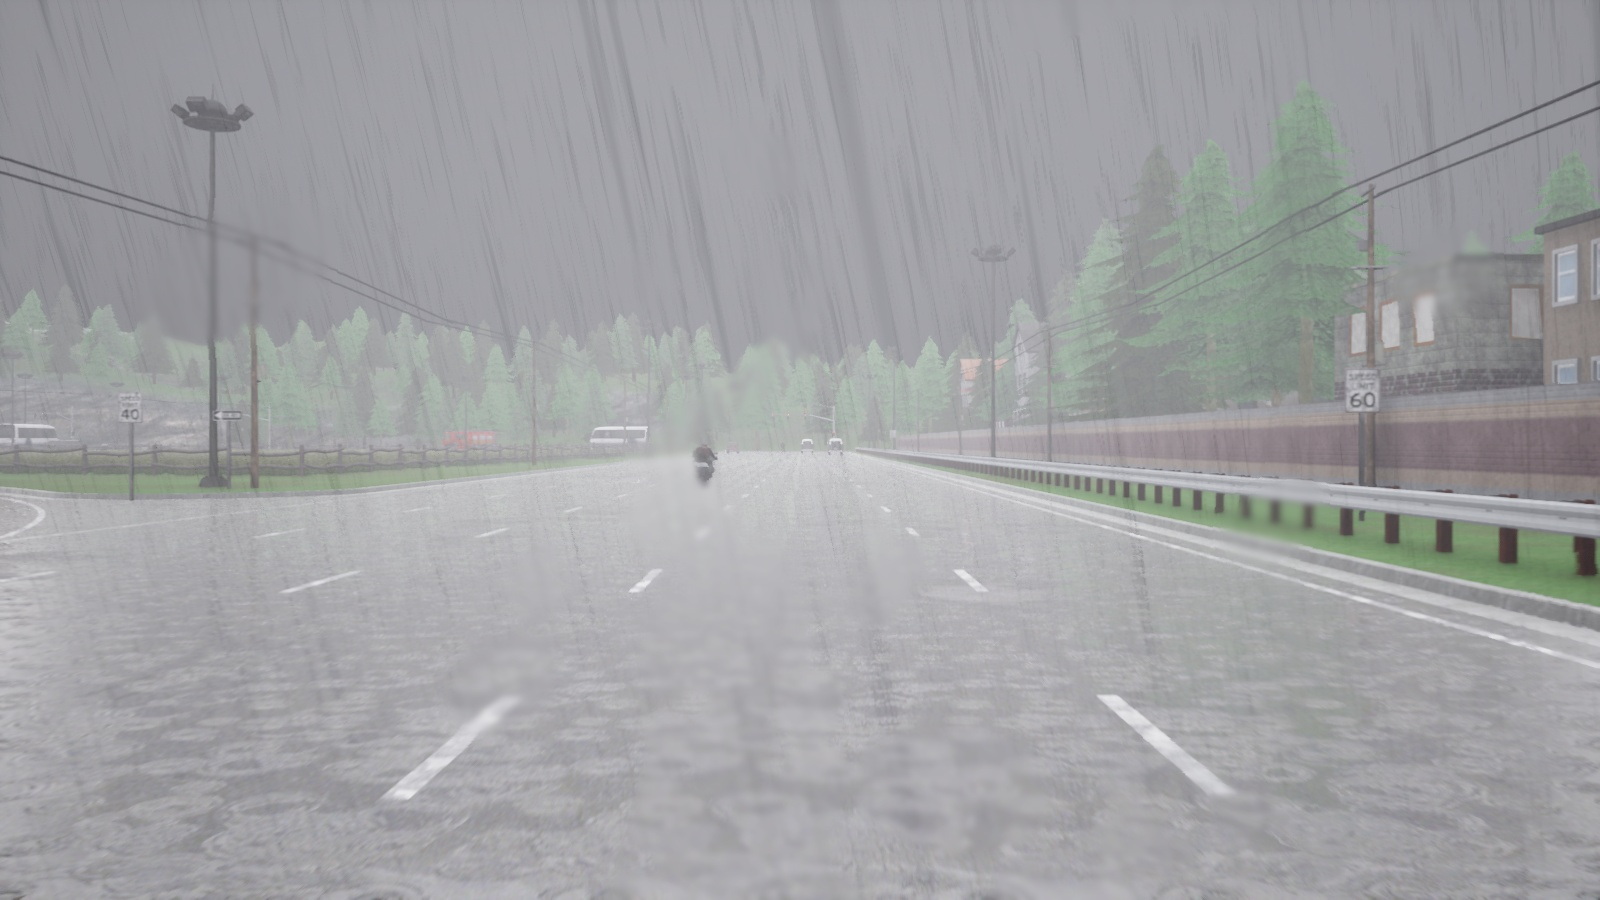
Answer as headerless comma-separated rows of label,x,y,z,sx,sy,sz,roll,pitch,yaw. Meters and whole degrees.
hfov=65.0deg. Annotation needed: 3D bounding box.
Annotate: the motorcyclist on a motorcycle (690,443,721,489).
motorcyclist on a motorcycle,-3.238,0.535,43.239,0.866,1.530,2.191,0,0,0
